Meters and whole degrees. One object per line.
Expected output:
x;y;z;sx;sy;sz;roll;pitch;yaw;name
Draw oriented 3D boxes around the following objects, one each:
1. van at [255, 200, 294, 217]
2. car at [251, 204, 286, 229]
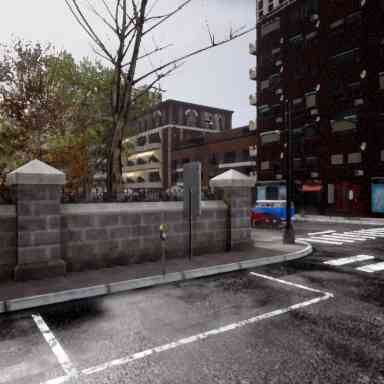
7.304;1.643;30.180;1.690;1.788;3.998;-1;0;-36;van
4.451;1.834;24.264;1.994;1.385;4.181;0;-1;-36;car
